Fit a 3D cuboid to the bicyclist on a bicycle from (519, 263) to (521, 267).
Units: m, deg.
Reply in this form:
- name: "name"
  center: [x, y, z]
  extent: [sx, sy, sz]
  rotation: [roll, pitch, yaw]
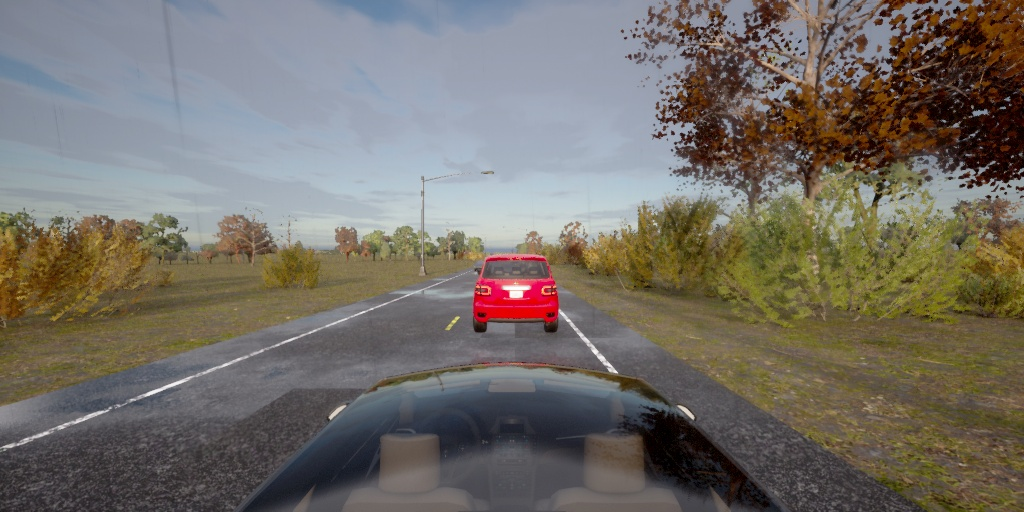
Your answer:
- name: "bicyclist on a bicycle"
  center: [0.887, 1.110, 28.627]
  extent: [0.659, 1.776, 1.843]
  rotation: [0, 0, 0]

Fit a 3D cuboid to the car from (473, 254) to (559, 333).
- name: "car"
  center: [0.086, 0.968, 10.907]
  extent: [2.150, 2.045, 5.566]
  rotation: [0, 0, 0]

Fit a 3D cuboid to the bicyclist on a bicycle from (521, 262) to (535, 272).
- name: "bicyclist on a bicycle"
  center: [0.932, 1.114, 18.614]
  extent: [0.659, 1.776, 1.843]
  rotation: [0, 0, 0]

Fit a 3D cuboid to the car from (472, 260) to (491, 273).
- name: "car"
  center: [-3.803, 1.284, 45.581]
  extent: [2.033, 1.411, 5.357]
  rotation: [0, 0, 0]
